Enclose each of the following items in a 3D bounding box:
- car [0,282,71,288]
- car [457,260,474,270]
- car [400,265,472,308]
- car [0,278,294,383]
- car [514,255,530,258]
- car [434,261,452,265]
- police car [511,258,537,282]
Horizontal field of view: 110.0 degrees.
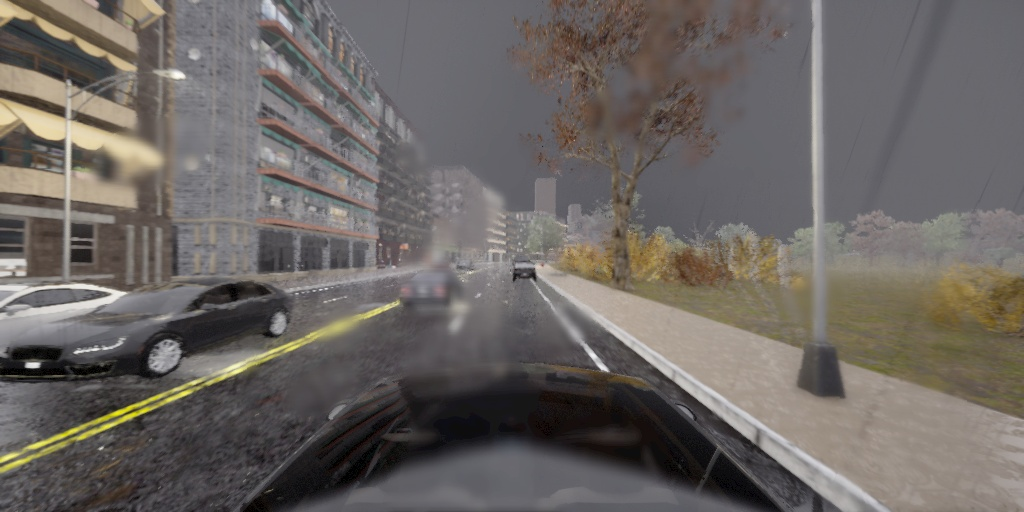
[{"bbox_3d":[-9.847,1.275,7.057,1.812,1.442,4.674,0,0,0],"label":"car"},{"bbox_3d":[-6.319,1.274,49.005,1.837,1.490,4.892,0,0,2],"label":"car"},{"bbox_3d":[-3.148,1.299,15.178,2.033,1.411,5.357,0,0,0],"label":"car"},{"bbox_3d":[-6.597,1.255,7.367,1.837,1.490,4.892,0,0,0],"label":"car"},{"bbox_3d":[1.092,0.991,45.280,2.150,2.045,5.566,0,0,1],"label":"car"},{"bbox_3d":[-9.566,1.371,49.189,1.895,1.301,4.718,0,0,2],"label":"car"},{"bbox_3d":[0.975,1.183,29.498,1.930,1.638,5.238,0,0,0],"label":"police car"}]
